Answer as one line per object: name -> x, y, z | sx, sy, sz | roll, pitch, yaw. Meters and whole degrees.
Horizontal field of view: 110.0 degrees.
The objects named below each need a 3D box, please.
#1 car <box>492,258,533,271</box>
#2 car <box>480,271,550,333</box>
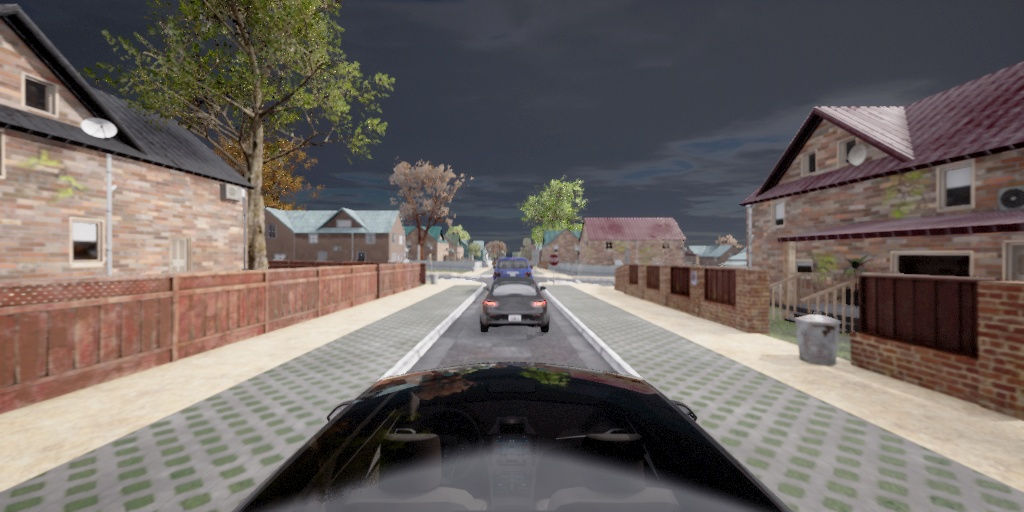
car -> 0.049, 1.114, 20.596 | 2.150, 2.045, 5.566 | 0, 0, 0
car -> 0.077, 1.343, 10.834 | 1.812, 1.442, 4.674 | 0, -1, 0
